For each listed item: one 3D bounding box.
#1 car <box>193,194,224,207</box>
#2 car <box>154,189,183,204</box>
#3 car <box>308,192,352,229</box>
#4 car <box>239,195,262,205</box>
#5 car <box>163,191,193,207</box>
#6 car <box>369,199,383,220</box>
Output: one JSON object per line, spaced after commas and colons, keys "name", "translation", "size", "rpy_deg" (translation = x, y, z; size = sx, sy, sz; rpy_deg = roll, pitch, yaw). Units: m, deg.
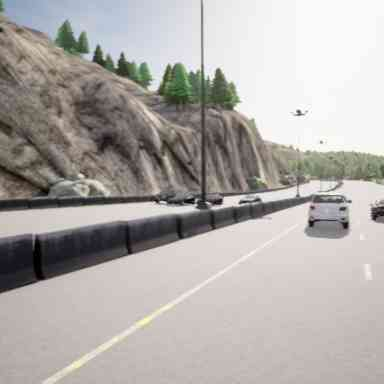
{"name": "car", "translation": [2.334, 0.980, 40.255], "size": [1.882, 1.535, 5.008], "rpy_deg": [1, 1, 26]}
{"name": "car", "translation": [-2.958, 0.605, 45.351], "size": [2.150, 2.045, 5.566], "rpy_deg": [1, 0, 26]}
{"name": "car", "translation": [8.657, 1.043, 20.799], "size": [2.150, 2.045, 5.566], "rpy_deg": [1, 1, 26]}
{"name": "car", "translation": [7.740, 1.069, 43.319], "size": [2.033, 1.411, 5.357], "rpy_deg": [1, 1, 26]}
{"name": "car", "translation": [-1.155, 0.933, 41.086], "size": [1.882, 1.535, 5.008], "rpy_deg": [1, 1, 26]}
{"name": "car", "translation": [14.809, 1.330, 25.463], "size": [1.837, 1.490, 4.892], "rpy_deg": [1, 1, 26]}
